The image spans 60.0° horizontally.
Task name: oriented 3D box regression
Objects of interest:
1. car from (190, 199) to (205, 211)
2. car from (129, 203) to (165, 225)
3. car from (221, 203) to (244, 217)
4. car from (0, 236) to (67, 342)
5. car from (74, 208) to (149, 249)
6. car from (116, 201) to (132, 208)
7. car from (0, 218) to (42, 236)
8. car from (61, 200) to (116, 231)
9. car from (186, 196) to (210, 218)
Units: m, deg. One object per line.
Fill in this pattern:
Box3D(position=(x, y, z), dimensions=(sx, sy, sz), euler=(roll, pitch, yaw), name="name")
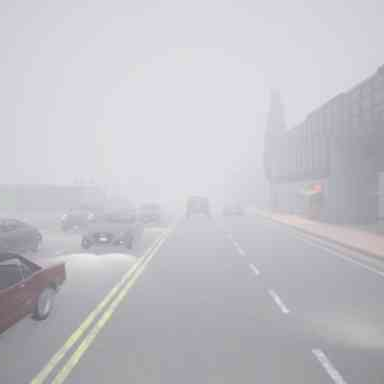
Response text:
Box3D(position=(0.779, 1.718, 45.983), dimensions=(1.882, 1.535, 5.008), euler=(0, 0, 2), name="car")
Box3D(position=(-3.126, 1.634, 25.082), dimensions=(1.837, 1.490, 4.892), euler=(0, 0, 1), name="car")
Box3D(position=(4.026, 1.741, 33.312), dimensions=(1.994, 1.385, 4.181), euler=(0, 0, 1), name="car")
Box3D(position=(-3.539, 1.623, 4.655), dimensions=(1.895, 1.301, 4.718), euler=(0, 0, 1), name="car")
Box3D(position=(-3.370, 1.639, 14.790), dimensions=(1.994, 1.385, 4.181), euler=(0, 0, 1), name="car")
Box3D(position=(-6.512, 1.638, 31.647), dimensions=(1.882, 1.535, 5.008), euler=(0, 0, 1), name="car")
Box3D(position=(-6.941, 1.620, 11.517), dimensions=(1.994, 1.385, 4.181), euler=(0, 0, 1), name="car")
Box3D(position=(-6.703, 1.460, 21.533), dimensions=(2.097, 1.767, 4.553), euler=(0, 0, 1), name="car")
Box3D(position=(0.595, 1.391, 32.018), dimensions=(2.150, 2.045, 5.566), euler=(0, 0, 1), name="car")
